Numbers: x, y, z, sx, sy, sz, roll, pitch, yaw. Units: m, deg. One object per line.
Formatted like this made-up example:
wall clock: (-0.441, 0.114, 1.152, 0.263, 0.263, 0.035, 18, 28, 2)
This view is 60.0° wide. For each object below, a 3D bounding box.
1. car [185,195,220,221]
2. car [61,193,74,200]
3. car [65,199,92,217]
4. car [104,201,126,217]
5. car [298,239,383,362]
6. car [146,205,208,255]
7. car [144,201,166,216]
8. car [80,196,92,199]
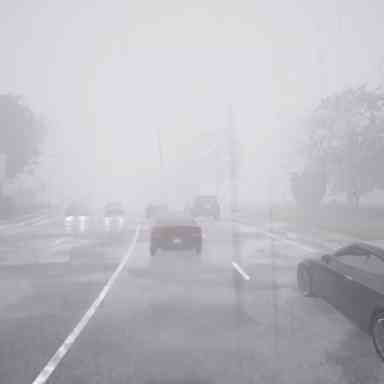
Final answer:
car: (0.751, 1.276, 28.002, 2.150, 2.045, 5.566, 0, 0, -11)
car: (-27.017, 1.199, 71.912, 2.150, 2.045, 5.566, 0, 0, -29)
car: (-11.276, 1.640, 32.874, 1.994, 1.385, 4.181, 0, 0, -14)
car: (-7.570, 1.620, 32.608, 2.033, 1.411, 5.357, 0, 0, -13)
car: (3.349, 1.528, 5.599, 1.812, 1.442, 4.674, 0, 0, -2)
car: (-0.719, 1.505, 13.617, 1.882, 1.535, 5.008, 0, 0, -5)
car: (-3.239, 1.541, 30.017, 1.882, 1.535, 5.008, 0, 0, -11)
car: (-22.914, 1.524, 71.816, 2.128, 1.511, 4.902, 0, 0, -29)
